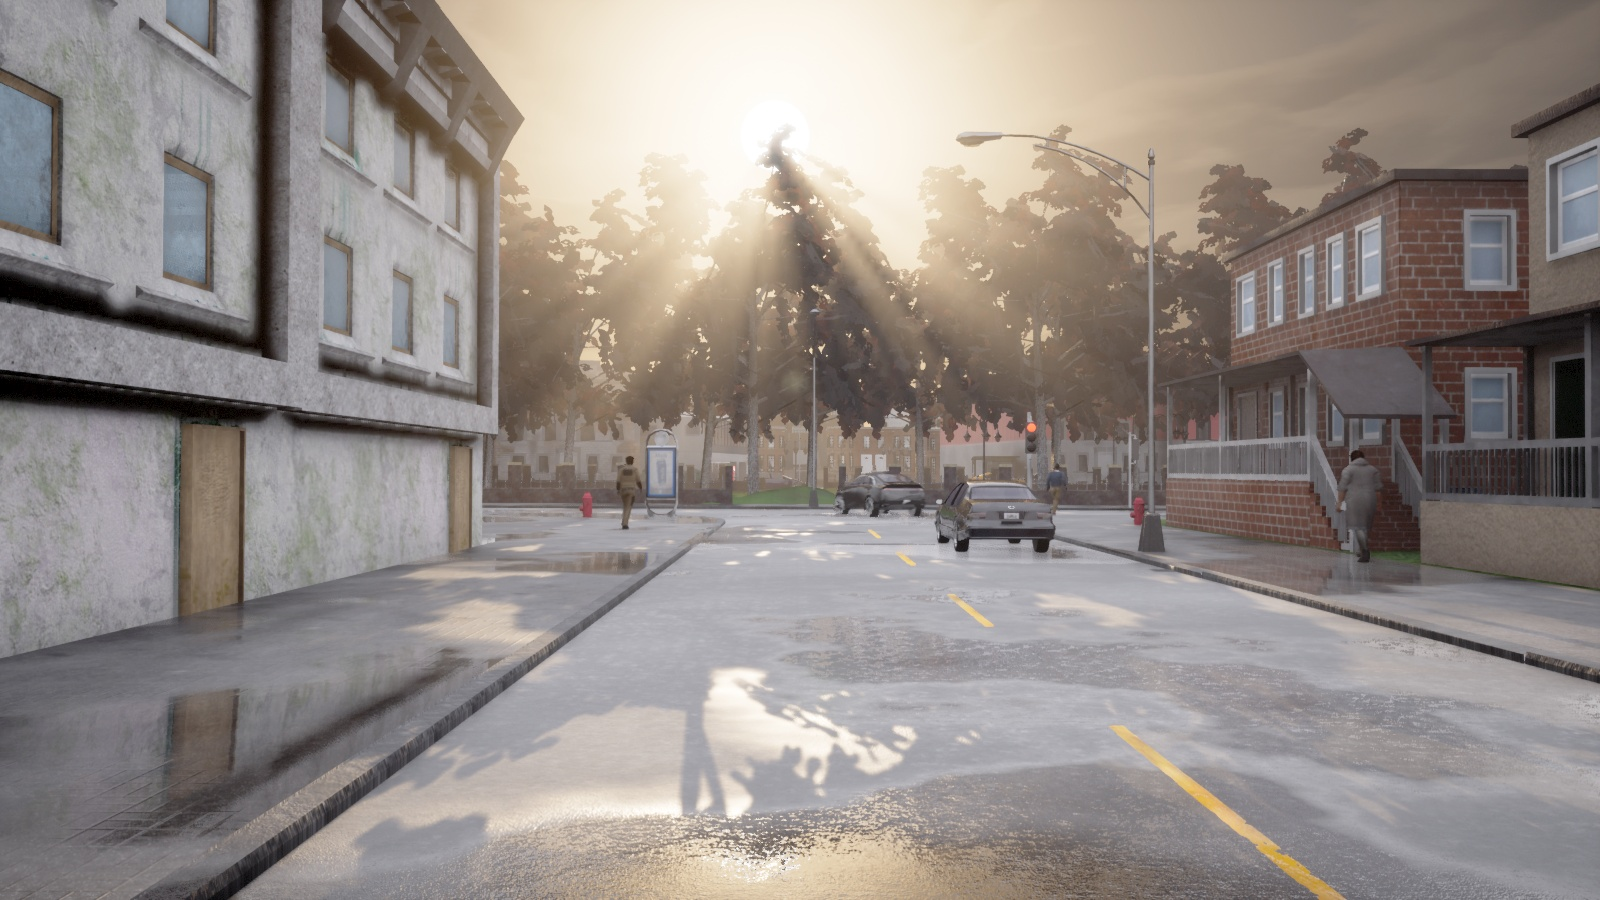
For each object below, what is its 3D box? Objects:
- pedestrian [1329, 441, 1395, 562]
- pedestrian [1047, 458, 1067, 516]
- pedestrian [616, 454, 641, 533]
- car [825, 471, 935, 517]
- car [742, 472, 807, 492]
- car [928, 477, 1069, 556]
[{"bbox_3d":[9.223,0.833,20.630,0.659,1.952,0.873,0,-1,-2],"label":"pedestrian"},{"bbox_3d":[8.687,1.250,42.464,0.423,1.949,0.788,-1,-1,29],"label":"pedestrian"},{"bbox_3d":[-4.219,1.059,30.902,0.396,1.930,0.692,0,-1,10],"label":"pedestrian"},{"bbox_3d":[2.736,1.502,44.319,2.128,1.511,4.902,0,-1,-19],"label":"car"},{"bbox_3d":[-1.911,2.405,94.519,4.792,1.488,2.163,0,-1,0],"label":"car"},{"bbox_3d":[3.925,1.279,25.795,2.033,1.411,5.357,0,-1,0],"label":"car"}]
